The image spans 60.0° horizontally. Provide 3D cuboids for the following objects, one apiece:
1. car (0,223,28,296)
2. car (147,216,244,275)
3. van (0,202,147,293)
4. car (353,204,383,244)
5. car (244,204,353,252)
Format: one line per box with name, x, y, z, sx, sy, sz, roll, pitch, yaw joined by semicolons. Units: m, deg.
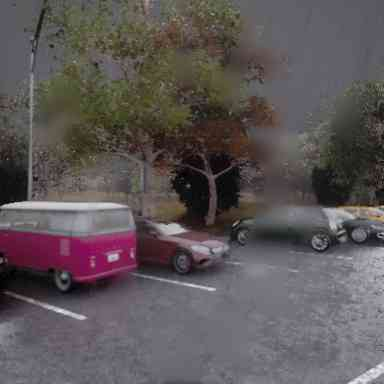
car;-5.887;1.487;6.986;5.008;1.535;2.097;-1;0;34
car;-1.034;1.508;10.420;4.674;1.452;2.002;-1;-1;35
van;-3.566;1.254;8.774;4.442;1.987;1.878;-1;0;35
car;6.296;1.430;15.493;4.892;1.521;2.231;-1;-1;36
car;3.871;1.318;13.789;4.553;1.767;2.185;-1;0;35
